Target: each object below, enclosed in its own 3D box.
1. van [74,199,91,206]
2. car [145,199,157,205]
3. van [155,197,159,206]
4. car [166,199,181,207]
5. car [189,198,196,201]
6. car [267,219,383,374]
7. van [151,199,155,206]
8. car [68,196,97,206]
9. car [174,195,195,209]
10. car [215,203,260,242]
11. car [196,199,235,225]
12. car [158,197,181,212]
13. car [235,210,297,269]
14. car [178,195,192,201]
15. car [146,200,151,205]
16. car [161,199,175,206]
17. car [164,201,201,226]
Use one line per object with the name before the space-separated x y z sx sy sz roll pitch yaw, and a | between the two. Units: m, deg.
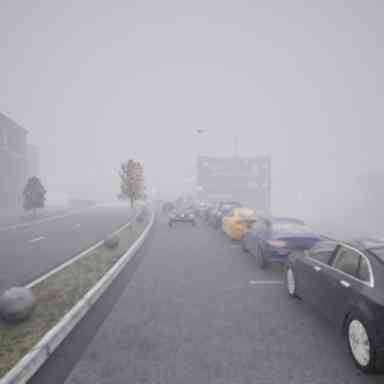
van | -29.829 2.802 90.805 4.442 1.987 1.878 0 -2 -20
car | -10.846 2.748 87.347 2.097 1.535 5.008 0 -2 -18
van | -6.123 1.974 71.565 1.878 1.987 4.442 0 -2 -14
car | -3.470 1.952 60.666 2.002 1.452 4.674 0 -1 -12
car | 1.219 1.626 33.369 2.002 1.452 4.674 0 0 -6
car | 2.989 1.481 5.569 2.231 1.521 4.892 0 0 0
van | -7.607 2.150 76.899 1.878 1.987 4.442 0 -2 -15
car | -22.079 1.931 67.374 5.566 2.045 2.435 0 -2 -15
car | -1.248 1.466 49.852 2.435 2.045 5.566 0 -1 -10
car | 2.645 1.519 16.660 2.097 1.535 5.008 0 0 -2
car | 1.801 1.593 27.880 2.163 1.488 4.792 0 0 -5
car | -2.815 1.649 41.059 1.837 1.490 4.892 0 -1 -8
car | 2.876 1.537 11.116 2.002 1.452 4.674 0 0 -1
car | -0.310 1.526 44.320 2.185 1.767 4.553 0 0 -9
car | -9.162 2.592 82.121 2.163 1.488 4.792 0 -2 -16
car | -4.740 2.083 66.060 2.002 1.452 4.674 0 -1 -14
car | -0.834 1.616 24.195 2.033 1.411 5.357 0 0 -5
